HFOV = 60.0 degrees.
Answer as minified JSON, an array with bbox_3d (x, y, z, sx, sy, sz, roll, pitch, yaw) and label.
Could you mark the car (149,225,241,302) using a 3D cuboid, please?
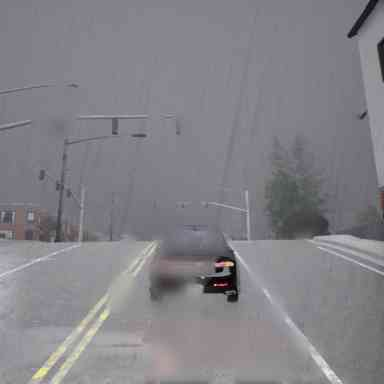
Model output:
[{"bbox_3d":[0.071,1.595,8.511,2.128,1.511,4.902,0,-1,0],"label":"car"}]
